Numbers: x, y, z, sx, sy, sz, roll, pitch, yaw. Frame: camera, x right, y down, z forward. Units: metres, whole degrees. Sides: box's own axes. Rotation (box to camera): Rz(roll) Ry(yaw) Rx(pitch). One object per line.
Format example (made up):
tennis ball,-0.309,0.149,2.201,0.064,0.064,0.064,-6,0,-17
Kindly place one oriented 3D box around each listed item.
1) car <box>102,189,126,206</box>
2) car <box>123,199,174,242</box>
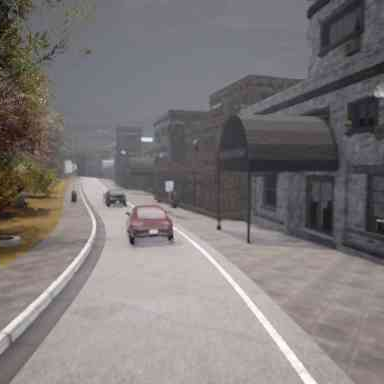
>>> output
car,-7.568,0.503,32.463,1.837,1.490,4.892,-2,4,-20
car,-2.008,1.305,15.119,1.812,1.442,4.674,-1,2,-13
